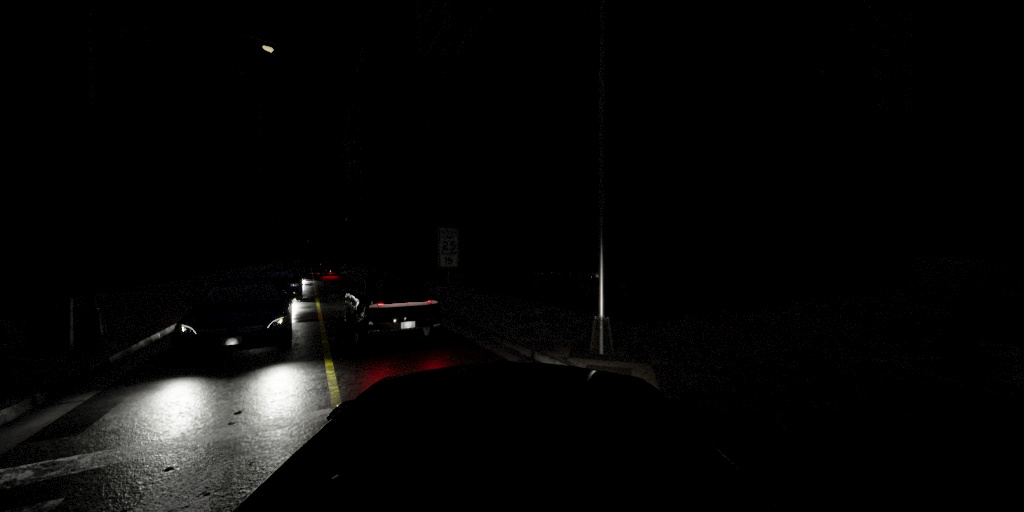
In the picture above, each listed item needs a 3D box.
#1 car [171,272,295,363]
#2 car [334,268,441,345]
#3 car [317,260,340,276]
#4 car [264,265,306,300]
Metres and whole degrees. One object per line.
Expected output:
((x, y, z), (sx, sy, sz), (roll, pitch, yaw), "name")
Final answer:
((-6.271, 1.276, 8.475), (1.812, 1.442, 4.674), (0, 0, -31), "car")
((-3.391, 1.244, 9.691), (2.128, 1.511, 4.902), (0, 0, -30), "car")
((-19.448, 1.268, 38.191), (1.837, 1.490, 4.892), (0, 0, -29), "car")
((-11.165, 1.317, 17.133), (1.994, 1.385, 4.181), (0, 0, -29), "car")
